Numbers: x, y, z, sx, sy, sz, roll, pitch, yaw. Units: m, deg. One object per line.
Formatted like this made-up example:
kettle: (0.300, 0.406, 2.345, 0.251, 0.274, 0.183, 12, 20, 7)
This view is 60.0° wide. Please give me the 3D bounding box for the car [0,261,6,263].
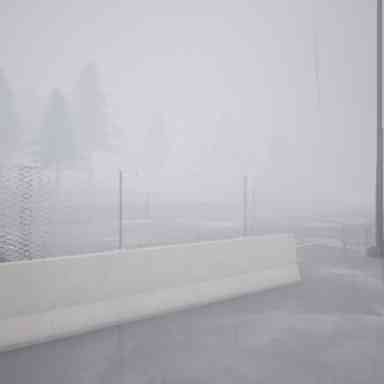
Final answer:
car: (-7.249, 1.558, 7.446, 5.357, 1.411, 2.033, 0, 0, -35)
